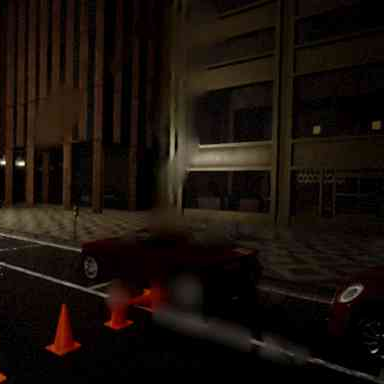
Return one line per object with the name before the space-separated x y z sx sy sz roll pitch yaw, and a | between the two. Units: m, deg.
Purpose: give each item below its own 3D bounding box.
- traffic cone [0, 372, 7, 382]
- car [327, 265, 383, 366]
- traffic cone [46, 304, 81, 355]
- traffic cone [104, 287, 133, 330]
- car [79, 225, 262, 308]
traffic cone | -2.337 1.844 3.758 0.340 0.580 0.340 2 1 35
car | 3.965 1.468 4.263 4.097 1.590 1.967 2 1 35
traffic cone | -1.761 1.844 4.576 0.340 0.580 0.340 2 1 35
traffic cone | -1.187 1.844 5.391 0.340 0.580 0.340 2 1 35
car | -0.680 1.411 7.528 4.507 1.381 1.887 2 1 35
